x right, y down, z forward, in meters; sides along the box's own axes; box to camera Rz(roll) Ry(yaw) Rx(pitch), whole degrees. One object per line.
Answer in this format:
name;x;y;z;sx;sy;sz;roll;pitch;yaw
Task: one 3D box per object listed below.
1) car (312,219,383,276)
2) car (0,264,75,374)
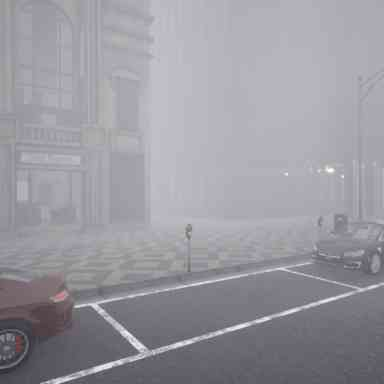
car;5.522;1.550;10.230;4.403;1.369;2.008;0;0;-34
car;-3.672;1.582;4.101;4.206;1.307;1.802;0;0;-34
